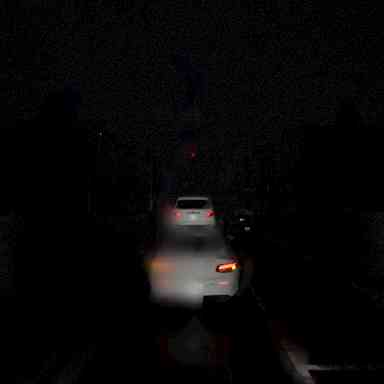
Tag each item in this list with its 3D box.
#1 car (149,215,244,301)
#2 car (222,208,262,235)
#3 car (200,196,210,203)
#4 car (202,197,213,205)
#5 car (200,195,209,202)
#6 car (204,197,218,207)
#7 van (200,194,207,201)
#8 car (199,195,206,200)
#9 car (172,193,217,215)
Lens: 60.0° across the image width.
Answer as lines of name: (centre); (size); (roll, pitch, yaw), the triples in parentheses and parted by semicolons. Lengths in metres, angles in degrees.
car: (0.082, 1.522, 8.175); (1.812, 1.442, 4.674); (0, 0, 1)
car: (2.683, 1.546, 18.281); (2.008, 1.369, 4.403); (-1, 0, 0)
car: (2.869, 1.553, 72.856); (1.887, 1.381, 4.507); (-1, 0, 0)
car: (2.832, 1.586, 61.791); (1.802, 1.307, 4.206); (-1, 0, 0)
car: (2.885, 1.451, 78.389); (1.967, 1.590, 4.097); (-1, 0, 0)
car: (2.793, 1.545, 50.726); (1.887, 1.381, 4.507); (-1, 0, 0)
van: (2.902, 1.354, 83.921); (1.690, 1.788, 3.998); (-1, 0, 0)
car: (2.944, 1.567, 94.986); (2.008, 1.369, 4.403); (-1, 0, 0)
car: (0.091, 1.216, 17.925); (2.150, 2.045, 5.566); (0, 0, 1)
